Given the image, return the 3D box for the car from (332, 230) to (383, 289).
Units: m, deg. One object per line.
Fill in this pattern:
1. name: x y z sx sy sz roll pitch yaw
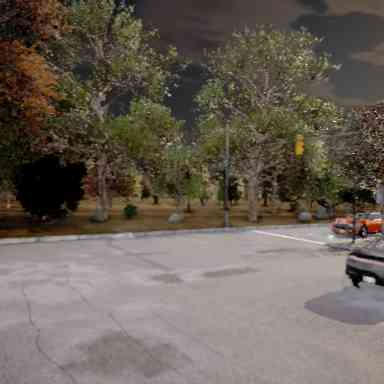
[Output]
1. car: 6.388 2.056 9.469 4.902 1.511 2.128 3 0 -33

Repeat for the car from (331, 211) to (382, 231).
1. car: 12.012 2.139 23.675 4.553 1.767 2.097 2 1 -34
